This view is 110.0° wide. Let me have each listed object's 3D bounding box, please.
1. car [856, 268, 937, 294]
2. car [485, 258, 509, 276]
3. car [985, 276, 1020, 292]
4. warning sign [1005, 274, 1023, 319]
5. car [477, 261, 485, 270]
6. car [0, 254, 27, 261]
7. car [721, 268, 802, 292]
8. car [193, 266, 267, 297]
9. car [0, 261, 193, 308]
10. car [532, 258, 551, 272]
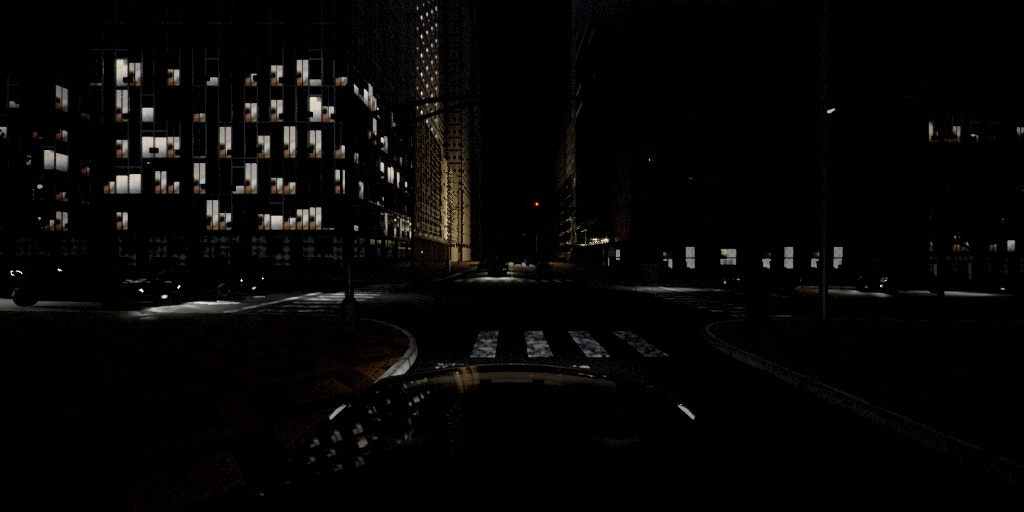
[{"bbox_3d":[26.746,1.606,24.885,4.553,1.767,2.097,1,0,-3],"label":"car"},{"bbox_3d":[-1.475,1.245,37.099,1.882,1.535,5.008,0,0,0],"label":"car"},{"bbox_3d":[36.761,2.035,25.336,4.718,1.301,1.895,1,0,-2],"label":"car"},{"bbox_3d":[17.281,1.204,11.741,1.060,1.860,1.300,0,0,-3],"label":"warning sign"},{"bbox_3d":[-3.994,1.343,51.050,1.802,1.307,4.207,0,0,0],"label":"car"},{"bbox_3d":[-22.916,0.706,15.911,4.553,1.767,2.097,1,0,-3],"label":"car"},{"bbox_3d":[16.900,1.570,24.437,4.902,1.511,2.128,1,0,-3],"label":"car"},{"bbox_3d":[-14.011,1.118,16.315,4.718,1.301,1.895,1,0,-3],"label":"car"},{"bbox_3d":[-15.290,1.042,13.035,5.357,1.411,2.033,1,0,0],"label":"car"},{"bbox_3d":[3.955,1.329,45.552,1.948,1.339,4.313,0,0,0],"label":"car"}]
